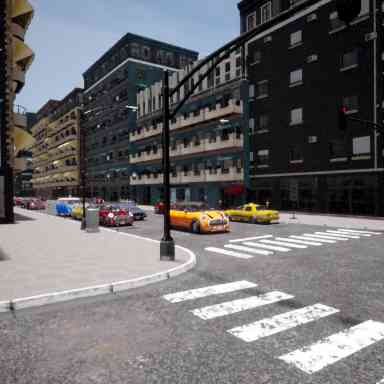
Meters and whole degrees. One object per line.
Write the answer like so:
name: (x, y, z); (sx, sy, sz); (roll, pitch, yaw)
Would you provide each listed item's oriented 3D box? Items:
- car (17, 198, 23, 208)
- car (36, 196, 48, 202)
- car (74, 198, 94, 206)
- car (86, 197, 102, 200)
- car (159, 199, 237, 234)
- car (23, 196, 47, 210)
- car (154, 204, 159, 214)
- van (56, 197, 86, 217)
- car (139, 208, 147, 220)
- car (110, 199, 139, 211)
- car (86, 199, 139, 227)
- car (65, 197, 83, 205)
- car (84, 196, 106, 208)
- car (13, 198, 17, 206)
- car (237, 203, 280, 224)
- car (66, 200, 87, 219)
car: (-25.065, 1.770, 51.000); (1.947, 1.339, 4.313); (-1, 1, -35)
car: (-37.523, 1.728, 82.901); (1.887, 1.381, 4.507); (-1, 1, -35)
car: (-18.243, 1.644, 55.865); (1.947, 1.339, 4.313); (-1, 1, -35)
car: (-11.925, 1.463, 37.048); (2.097, 1.767, 4.553); (-1, 0, -35)
car: (0.203, 1.409, 20.022); (2.097, 1.767, 4.553); (-1, 0, -35)
car: (-21.854, 1.628, 46.494); (1.967, 1.590, 4.097); (-1, 1, -35)
car: (-2.177, 1.441, 33.335); (1.967, 1.590, 4.097); (-1, 1, -35)
van: (-12.215, 1.483, 32.975); (1.690, 1.788, 3.998); (-1, 1, -35)
car: (-5.795, 1.631, 28.442); (2.033, 1.411, 5.357); (-1, 0, -35)
car: (-8.603, 1.581, 42.348); (2.008, 1.369, 4.403); (-1, 1, -35)
car: (-5.787, 1.553, 23.965); (1.967, 1.590, 4.097); (-1, 1, -35)
car: (-21.456, 1.645, 60.371); (2.008, 1.369, 4.403); (-1, 1, -35)
car: (-15.031, 1.502, 51.358); (1.967, 1.590, 4.097); (-1, 1, -35)
car: (-31.492, 1.782, 60.012); (1.887, 1.381, 4.507); (-1, 1, -35)
car: (4.152, 1.498, 24.463); (1.752, 1.417, 4.829); (-1, 1, -35)
car: (-8.900, 1.652, 28.333); (1.752, 1.417, 4.829); (-1, 1, -35)
